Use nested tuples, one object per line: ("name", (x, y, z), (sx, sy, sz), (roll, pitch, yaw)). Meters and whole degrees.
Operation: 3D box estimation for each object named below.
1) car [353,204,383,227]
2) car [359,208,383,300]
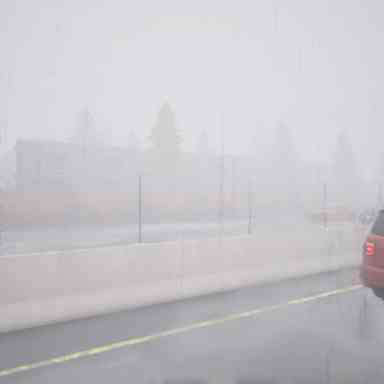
("car", (14.615, 1.703, 25.062), (4.902, 1.511, 2.128), (0, 0, -32))
("car", (5.963, 1.285, 7.139), (5.566, 2.045, 2.150), (1, -1, -32))
